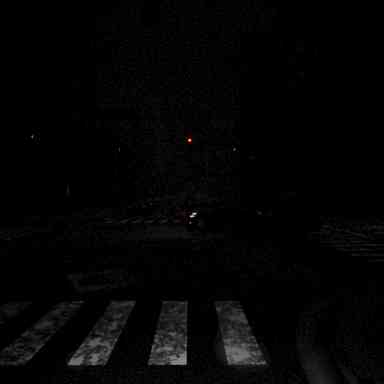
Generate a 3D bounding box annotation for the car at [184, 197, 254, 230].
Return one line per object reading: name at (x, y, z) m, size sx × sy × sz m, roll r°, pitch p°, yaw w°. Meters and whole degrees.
car at (1.966, 1.366, 20.609) m, size 4.553 × 1.767 × 2.097 m, roll 0°, pitch 0°, yaw 0°

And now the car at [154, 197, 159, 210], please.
car at (-5.677, 1.489, 41.656) m, size 1.967 × 1.590 × 4.097 m, roll 0°, pitch 0°, yaw 0°

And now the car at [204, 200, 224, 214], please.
car at (2.341, 1.606, 36.134) m, size 1.947 × 1.339 × 4.313 m, roll 0°, pitch 0°, yaw 0°

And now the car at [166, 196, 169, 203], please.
car at (-5.654, 1.634, 58.188) m, size 2.008 × 1.369 × 4.403 m, roll 0°, pitch 0°, yaw 0°

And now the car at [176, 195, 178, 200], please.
car at (-5.609, 1.721, 91.253) m, size 1.887 × 1.381 × 4.507 m, roll 0°, pitch 0°, yaw 0°

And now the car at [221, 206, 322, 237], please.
car at (4.118, 1.590, 17.369) m, size 4.718 × 1.301 × 1.895 m, roll 0°, pitch 0°, yaw 0°

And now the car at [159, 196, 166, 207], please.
car at (-5.662, 1.653, 52.678) m, size 1.802 × 1.307 × 4.206 m, roll 0°, pitch 0°, yaw 0°

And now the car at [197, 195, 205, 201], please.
car at (2.409, 1.600, 85.732) m, size 1.967 × 1.590 × 4.097 m, roll 0°, pitch 0°, yaw 0°

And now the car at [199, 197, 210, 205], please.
car at (2.378, 1.647, 63.688) m, size 2.008 × 1.369 × 4.403 m, roll 0°, pitch 0°, yaw 0°

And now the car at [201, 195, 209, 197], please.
car at (2.363, 1.637, 52.667) m, size 1.947 × 1.339 × 4.313 m, roll 0°, pitch 0°, yaw 0°

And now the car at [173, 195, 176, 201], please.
car at (-5.624, 1.694, 80.231) m, size 2.008 × 1.369 × 4.403 m, roll 0°, pitch 0°, yaw 0°

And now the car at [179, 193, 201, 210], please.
car at (-0.199, 1.405, 43.854) m, size 2.097 × 1.767 × 4.553 m, roll 0°, pitch 0°, yaw 0°

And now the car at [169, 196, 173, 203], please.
car at (-5.639, 1.552, 69.210) m, size 1.967 × 1.590 × 4.097 m, roll 0°, pitch 0°, yaw 0°

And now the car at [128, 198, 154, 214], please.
car at (-5.684, 1.480, 36.146) m, size 1.967 × 1.590 × 4.097 m, roll 0°, pitch 0°, yaw 0°

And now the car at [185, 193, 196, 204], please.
car at (-0.224, 1.328, 66.715) m, size 2.150 × 2.045 × 5.566 m, roll 0°, pitch 0°, yaw 1°

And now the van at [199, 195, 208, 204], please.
van at (2.386, 1.453, 69.199) m, size 1.690 × 1.788 × 3.998 m, roll 0°, pitch 0°, yaw 0°

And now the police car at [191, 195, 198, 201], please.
police car at (0.603, 1.598, 90.214) m, size 1.930 × 1.638 × 5.238 m, roll 0°, pitch 0°, yaw 0°
